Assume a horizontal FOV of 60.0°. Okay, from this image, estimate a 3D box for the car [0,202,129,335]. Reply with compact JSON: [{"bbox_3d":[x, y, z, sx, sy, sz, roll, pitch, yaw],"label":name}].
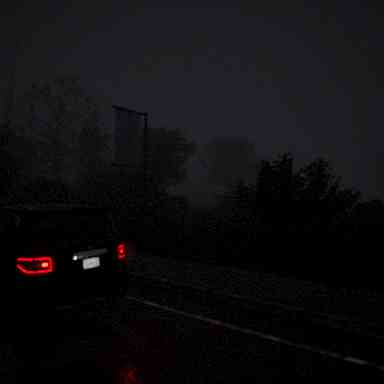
[{"bbox_3d":[-3.710,1.230,6.987,5.566,2.045,2.150,0,0,38],"label":"car"}]
